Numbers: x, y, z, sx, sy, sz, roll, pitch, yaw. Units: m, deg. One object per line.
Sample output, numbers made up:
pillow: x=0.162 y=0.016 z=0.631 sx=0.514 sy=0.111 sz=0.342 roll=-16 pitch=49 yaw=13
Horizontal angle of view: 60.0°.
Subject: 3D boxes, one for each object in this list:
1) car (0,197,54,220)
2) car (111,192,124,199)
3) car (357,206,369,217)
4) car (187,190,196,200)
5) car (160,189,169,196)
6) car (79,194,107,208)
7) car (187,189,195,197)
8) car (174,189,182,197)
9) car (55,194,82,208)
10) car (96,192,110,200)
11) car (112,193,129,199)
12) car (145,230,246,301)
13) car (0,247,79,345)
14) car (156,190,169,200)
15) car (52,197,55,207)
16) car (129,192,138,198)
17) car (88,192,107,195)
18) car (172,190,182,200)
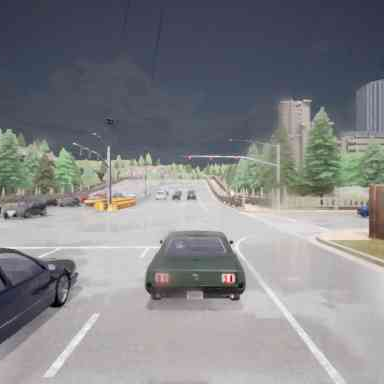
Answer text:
car: x=-14.098 y=1.491 z=28.315 sx=2.128 sy=1.511 sz=4.902 roll=0 pitch=0 yaw=0
car: x=-17.612 y=0.898 z=78.841 sx=1.994 sy=1.385 sz=4.181 roll=0 pitch=3 yaw=0
car: x=16.999 y=1.478 z=28.842 sx=5.008 sy=1.535 sz=1.882 roll=0 pitch=0 yaw=0
car: x=-0.104 y=0.855 z=77.387 sx=2.097 sy=1.767 sz=4.553 roll=0 pitch=4 yaw=0
car: x=-7.161 y=0.229 z=87.868 sx=1.895 sy=1.301 sz=4.718 roll=0 pitch=7 yaw=0
car: x=-14.096 y=1.477 z=47.897 sx=1.882 sy=1.535 sz=5.008 roll=0 pitch=0 yaw=0
car: x=-0.159 y=0.222 z=87.456 sx=2.033 sy=1.411 sz=5.357 roll=0 pitch=7 yaw=0
car: x=-3.659 y=0.207 z=87.435 sx=2.128 sy=1.511 sz=4.902 roll=0 pitch=7 yaw=0
car: x=-17.595 y=1.503 z=48.136 sx=1.837 sy=1.490 sz=4.892 roll=0 pitch=0 yaw=0
car: x=-21.112 y=0.818 z=78.884 sx=1.882 sy=1.535 sz=5.008 roll=0 pitch=3 yaw=0
car: x=-14.071 y=1.474 z=63.875 sx=2.128 sy=1.511 sz=4.902 roll=0 pitch=1 yaw=0
car: x=0.108 y=1.601 z=8.304 sx=1.895 sy=1.301 sz=4.718 roll=0 pitch=0 yaw=1
car: x=-3.431 y=1.547 z=4.894 sx=2.033 sy=1.411 sz=5.357 roll=0 pitch=0 yaw=0
car: x=-7.102 y=0.730 z=77.233 sx=2.150 sy=2.045 sz=5.566 roll=0 pitch=4 yaw=0
car: x=-21.094 y=1.491 z=48.051 sx=2.128 sy=1.511 sz=4.902 roll=0 pitch=0 yaw=0
car: x=-14.112 y=0.867 z=78.892 sx=1.812 sy=1.442 sz=4.674 roll=0 pitch=3 yaw=0
car: x=-17.561 y=1.201 z=63.963 sx=2.150 sy=2.045 sz=5.566 roll=0 pitch=1 yaw=0
car: x=-3.603 y=1.019 z=77.135 sx=1.837 sy=1.490 sz=4.892 roll=0 pitch=4 yaw=0
